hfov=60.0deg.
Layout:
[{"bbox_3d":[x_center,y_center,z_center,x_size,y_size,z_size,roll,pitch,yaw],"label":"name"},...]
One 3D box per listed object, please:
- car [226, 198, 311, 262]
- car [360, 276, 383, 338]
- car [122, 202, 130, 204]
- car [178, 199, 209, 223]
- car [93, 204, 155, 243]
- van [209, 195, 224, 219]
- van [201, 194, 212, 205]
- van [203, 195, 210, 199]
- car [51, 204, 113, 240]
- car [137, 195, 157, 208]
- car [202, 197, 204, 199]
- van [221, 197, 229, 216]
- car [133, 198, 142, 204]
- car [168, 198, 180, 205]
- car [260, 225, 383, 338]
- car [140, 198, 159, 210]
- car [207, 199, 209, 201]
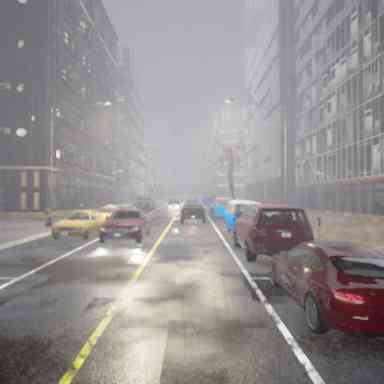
[{"bbox_3d":[2.702,1.321,11.934,2.192,1.841,5.009,1,0,0],"label":"car"},{"bbox_3d":[2.702,1.583,1.398,1.802,1.307,4.206,1,0,0],"label":"car"},{"bbox_3d":[-5.688,1.537,22.749,1.752,1.417,4.829,1,0,0],"label":"car"},{"bbox_3d":[0.085,1.516,25.987,1.837,1.490,4.892,0,0,0],"label":"car"},{"bbox_3d":[-3.109,1.534,16.161,1.812,1.442,4.674,0,0,0],"label":"car"},{"bbox_3d":[2.693,1.355,28.458,1.690,1.788,3.998,1,0,0],"label":"van"},{"bbox_3d":[2.675,1.371,61.507,1.690,1.788,3.998,1,0,0],"label":"van"},{"bbox_3d":[2.681,1.366,50.490,1.690,1.788,3.998,1,0,0],"label":"van"},{"bbox_3d":[-5.685,1.534,17.236,1.752,1.417,4.829,1,0,0],"label":"car"},{"bbox_3d":[-5.692,1.335,39.451,2.192,1.841,5.009,1,0,0],"label":"car"},{"bbox_3d":[0.076,1.568,42.828,2.033,1.411,5.357,0,0,0],"label":"car"},{"bbox_3d":[2.698,1.349,17.442,1.690,1.788,3.998,1,0,0],"label":"van"},{"bbox_3d":[-5.691,1.539,28.259,1.752,1.417,4.829,1,0,0],"label":"car"},{"bbox_3d":[-3.078,1.629,57.904,1.895,1.301,4.718,0,0,1],"label":"car"},{"bbox_3d":[2.699,1.585,6.426,1.802,1.307,4.206,1,0,0],"label":"car"},{"bbox_3d":[-5.699,1.567,44.962,1.887,1.381,4.507,1,0,0],"label":"car"},{"bbox_3d":[2.685,1.598,33.965,1.802,1.307,4.206,1,0,0],"label":"car"}]
